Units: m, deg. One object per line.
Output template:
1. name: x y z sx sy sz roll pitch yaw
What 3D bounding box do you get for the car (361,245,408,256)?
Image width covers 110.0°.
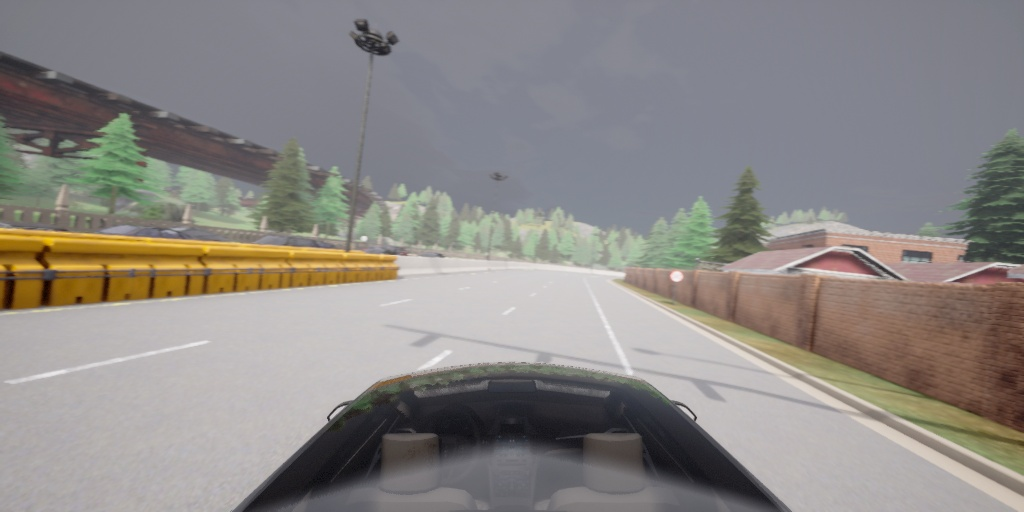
1. car: -9.980 0.094 26.934 1.837 1.490 4.892 7 0 10

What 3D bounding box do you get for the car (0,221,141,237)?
1. car: -13.226 -0.252 9.183 1.895 1.301 4.718 7 0 10

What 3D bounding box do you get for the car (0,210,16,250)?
1. car: -19.872 -1.096 11.457 1.994 1.385 4.181 7 0 10

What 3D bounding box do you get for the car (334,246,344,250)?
1. car: -13.851 -0.341 25.133 2.033 1.411 5.357 7 0 10

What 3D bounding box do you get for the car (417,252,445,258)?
1. car: -8.191 0.338 36.646 1.837 1.490 4.892 7 0 11

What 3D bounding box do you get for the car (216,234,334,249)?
1. car: -11.597 -0.281 17.965 2.097 1.767 4.553 7 0 10

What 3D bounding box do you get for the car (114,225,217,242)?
1. car: -15.656 -0.588 15.208 2.033 1.411 5.357 7 0 10
